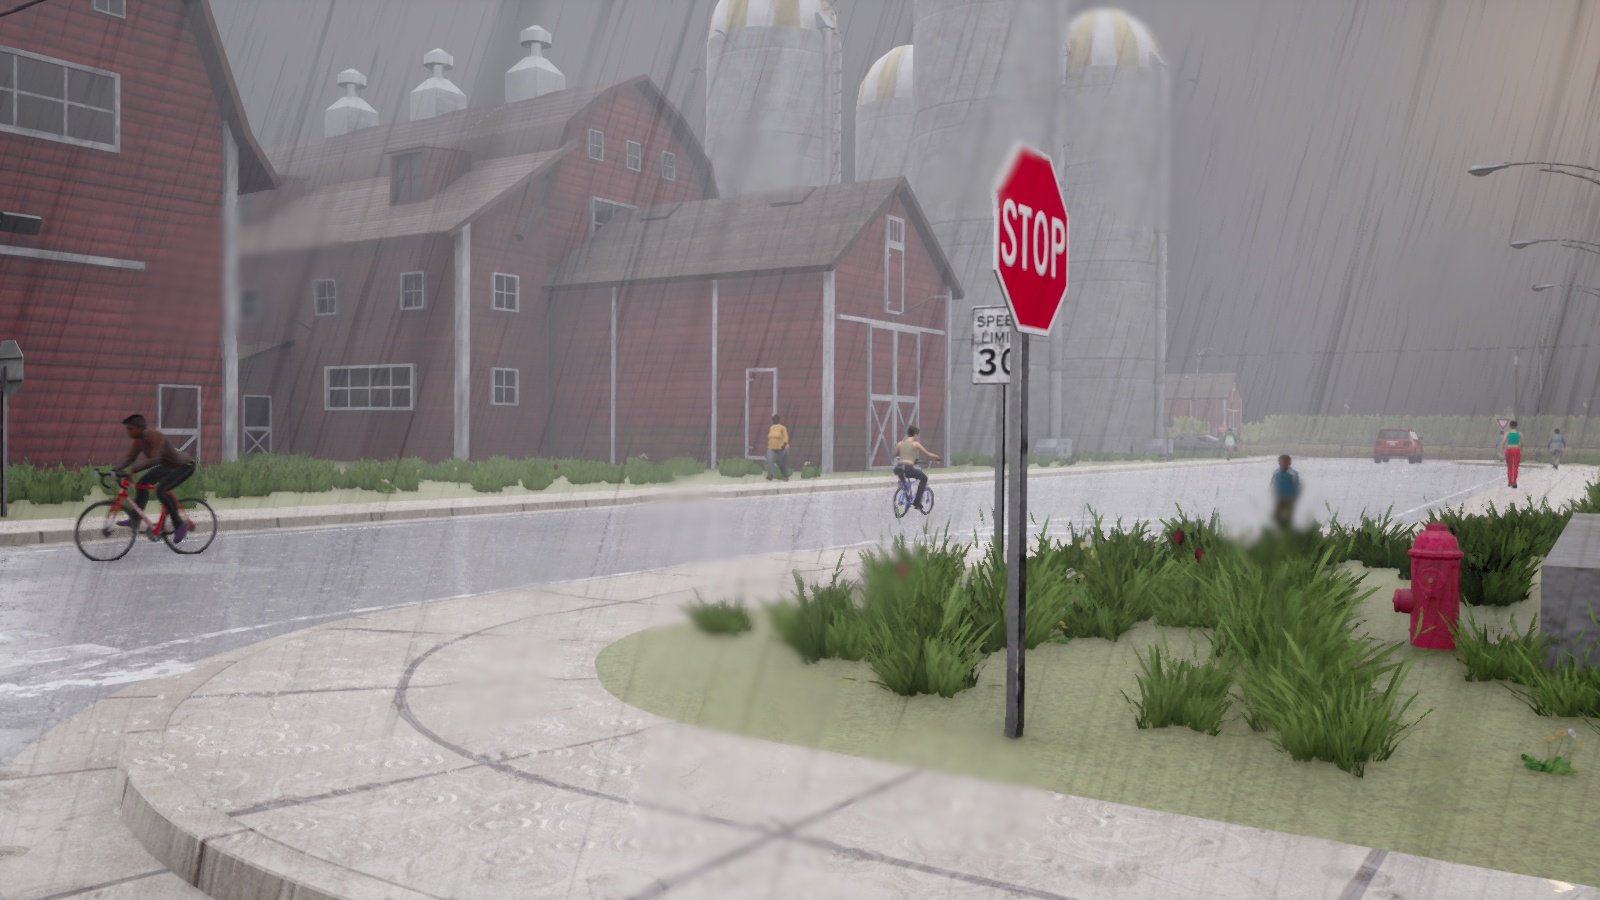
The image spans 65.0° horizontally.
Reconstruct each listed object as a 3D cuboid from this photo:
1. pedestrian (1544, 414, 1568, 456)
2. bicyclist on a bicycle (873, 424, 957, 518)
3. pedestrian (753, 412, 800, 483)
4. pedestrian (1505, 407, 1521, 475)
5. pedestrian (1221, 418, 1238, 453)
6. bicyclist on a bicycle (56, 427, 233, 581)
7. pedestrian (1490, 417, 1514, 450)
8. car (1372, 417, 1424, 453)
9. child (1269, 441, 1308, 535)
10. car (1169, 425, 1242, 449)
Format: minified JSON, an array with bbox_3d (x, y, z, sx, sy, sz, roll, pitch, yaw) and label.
[{"bbox_3d":[33.402,-0.673,55.484,0.874,1.855,0.900,0,1,30],"label":"pedestrian"},{"bbox_3d":[2.050,0.346,22.250,0.866,1.612,1.509,0,1,33],"label":"bicyclist on a bicycle"},{"bbox_3d":[-0.619,-0.066,33.542,0.874,1.855,0.900,0,1,32],"label":"pedestrian"},{"bbox_3d":[19.343,-0.254,34.072,0.345,1.836,0.594,0,1,33],"label":"pedestrian"},{"bbox_3d":[24.096,-0.792,70.389,0.659,1.952,0.873,0,1,36],"label":"pedestrian"},{"bbox_3d":[-7.317,0.558,14.091,0.582,1.620,1.656,0,1,33],"label":"bicyclist on a bicycle"},{"bbox_3d":[39.765,-0.945,71.168,0.874,1.855,0.900,0,1,2],"label":"pedestrian"},{"bbox_3d":[35.622,-0.893,74.757,2.150,2.045,5.566,0,1,32],"label":"car"},{"bbox_3d":[6.341,0.487,16.310,0.343,1.192,0.448,0,1,40],"label":"child"},{"bbox_3d":[29.822,-0.956,92.373,4.611,1.667,2.242,0,1,33],"label":"car"}]
